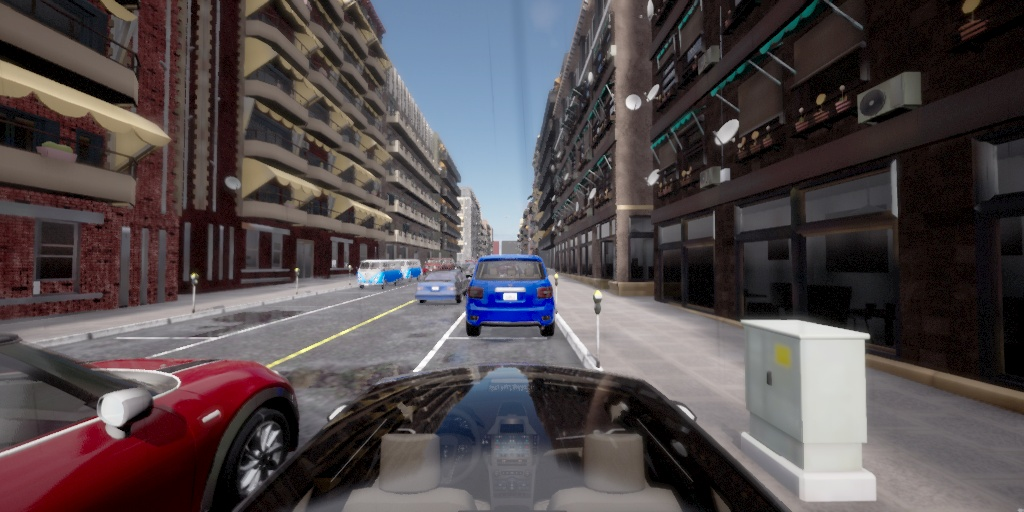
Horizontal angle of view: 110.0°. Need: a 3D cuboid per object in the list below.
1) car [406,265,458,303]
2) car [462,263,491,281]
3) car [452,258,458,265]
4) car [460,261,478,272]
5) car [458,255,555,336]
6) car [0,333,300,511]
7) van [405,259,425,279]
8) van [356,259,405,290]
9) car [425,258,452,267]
[{"bbox_3d":[-3.020,1.324,16.636,2.033,1.411,5.357,0,0,0],"label":"car"},{"bbox_3d":[-3.020,1.347,31.641,2.033,1.411,5.357,0,0,0],"label":"car"},{"bbox_3d":[-8.335,1.127,44.724,2.192,1.841,5.009,0,0,0],"label":"car"},{"bbox_3d":[-5.771,1.424,48.646,1.994,1.385,4.181,0,0,0],"label":"car"},{"bbox_3d":[-0.039,0.983,10.533,2.150,2.045,5.566,0,0,0],"label":"car"},{"bbox_3d":[-3.020,1.101,1.471,2.097,1.767,4.553,0,0,0],"label":"car"},{"bbox_3d":[-8.335,1.117,28.134,1.690,1.789,3.998,0,0,0],"label":"van"},{"bbox_3d":[-8.335,1.107,22.603,1.690,1.789,3.998,0,0,0],"label":"van"},{"bbox_3d":[-8.335,1.114,39.194,2.192,1.841,5.009,0,0,0],"label":"car"}]
